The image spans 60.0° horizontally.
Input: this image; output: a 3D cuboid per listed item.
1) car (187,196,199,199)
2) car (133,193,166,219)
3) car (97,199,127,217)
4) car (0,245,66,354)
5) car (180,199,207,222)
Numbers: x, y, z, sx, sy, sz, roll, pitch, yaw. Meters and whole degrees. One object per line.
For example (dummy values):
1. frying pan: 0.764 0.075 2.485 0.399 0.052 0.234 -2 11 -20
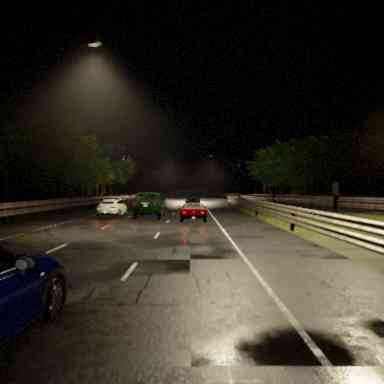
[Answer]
1. car: 0.115 1.232 42.270 2.128 1.511 4.902 0 0 0
2. car: -3.388 1.058 27.035 2.150 2.045 5.566 0 0 0
3. car: -6.875 1.350 28.738 1.812 1.442 4.674 0 0 0
4. car: -3.398 1.344 4.387 2.097 1.767 4.553 0 0 0
5. car: 0.109 1.452 24.923 1.895 1.301 4.718 0 0 0
